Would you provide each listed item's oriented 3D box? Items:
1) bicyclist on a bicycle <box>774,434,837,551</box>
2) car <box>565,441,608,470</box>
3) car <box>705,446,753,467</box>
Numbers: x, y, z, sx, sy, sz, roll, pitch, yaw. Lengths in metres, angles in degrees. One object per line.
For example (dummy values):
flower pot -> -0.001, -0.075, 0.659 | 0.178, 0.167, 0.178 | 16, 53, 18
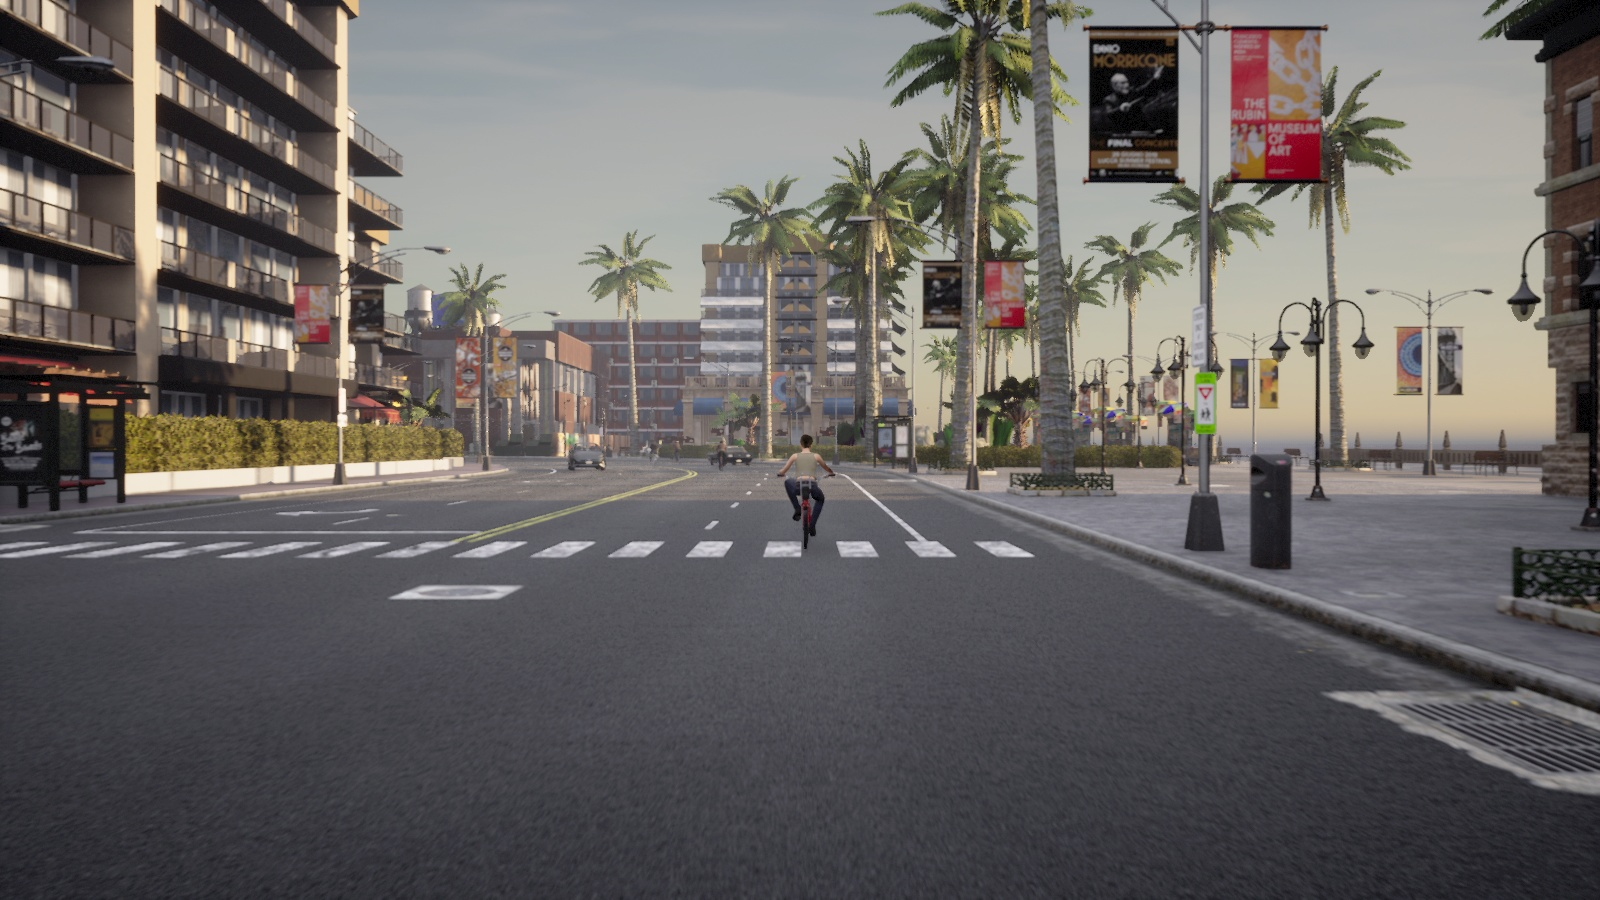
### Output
bicyclist on a bicycle -> 0.092, 0.581, 18.103 | 0.866, 1.612, 1.509 | 0, 0, 1
car -> -11.744, 0.296, 68.851 | 2.007, 1.525, 4.514 | 0, 0, -13
car -> -4.669, 0.382, 81.879 | 1.895, 1.301, 4.718 | 0, 0, -20
